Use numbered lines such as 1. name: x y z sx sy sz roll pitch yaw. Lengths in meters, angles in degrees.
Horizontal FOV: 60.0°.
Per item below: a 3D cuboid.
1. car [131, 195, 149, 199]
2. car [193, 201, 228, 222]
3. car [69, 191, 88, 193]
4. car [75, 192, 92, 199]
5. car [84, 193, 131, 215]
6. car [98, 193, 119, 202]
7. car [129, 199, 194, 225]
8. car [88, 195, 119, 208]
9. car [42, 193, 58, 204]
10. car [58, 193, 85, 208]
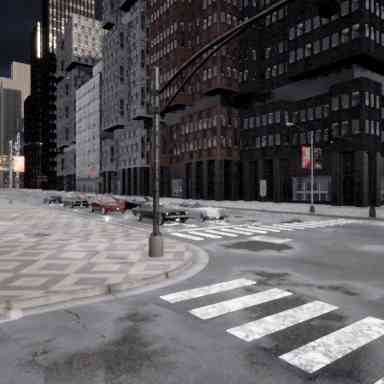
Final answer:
1. car: -5.043 1.094 31.714 1.882 1.535 5.008 0 1 -36
2. car: 0.441 1.350 24.089 1.895 1.301 4.718 0 1 -36
3. car: -16.491 0.681 47.691 2.097 1.767 4.553 0 1 -36
4. car: -21.820 0.636 66.506 1.895 1.301 4.718 0 1 -36
5. car: -7.638 1.100 29.753 1.882 1.535 5.008 0 1 -36
6. car: -14.064 0.843 55.724 1.895 1.301 4.718 0 1 -36
7. car: -2.156 1.355 22.133 1.895 1.301 4.718 0 1 -36
8. car: -10.533 1.082 39.352 1.895 1.301 4.718 0 1 -36
9. car: -19.336 0.876 46.087 2.033 1.411 5.357 0 1 -35
10. car: -13.114 1.088 37.377 1.895 1.301 4.718 0 1 -36
